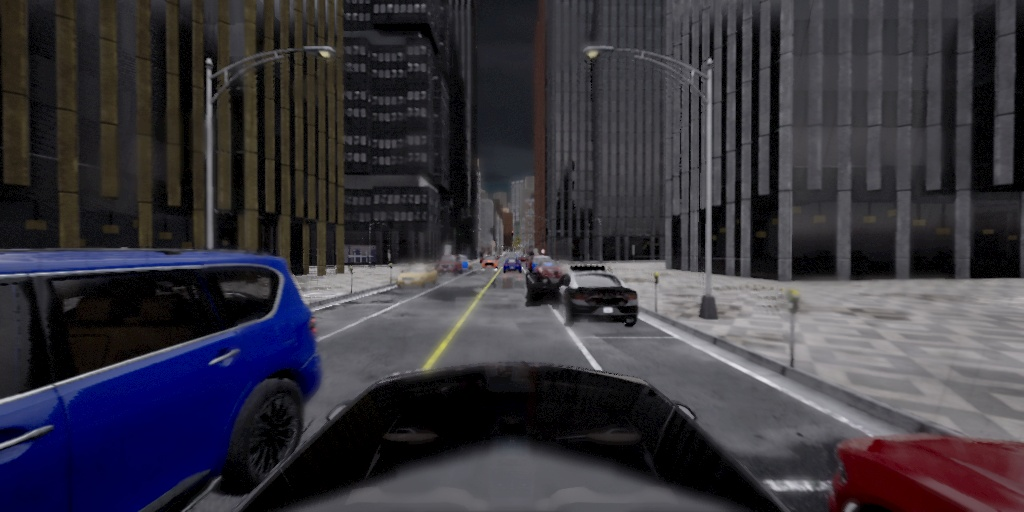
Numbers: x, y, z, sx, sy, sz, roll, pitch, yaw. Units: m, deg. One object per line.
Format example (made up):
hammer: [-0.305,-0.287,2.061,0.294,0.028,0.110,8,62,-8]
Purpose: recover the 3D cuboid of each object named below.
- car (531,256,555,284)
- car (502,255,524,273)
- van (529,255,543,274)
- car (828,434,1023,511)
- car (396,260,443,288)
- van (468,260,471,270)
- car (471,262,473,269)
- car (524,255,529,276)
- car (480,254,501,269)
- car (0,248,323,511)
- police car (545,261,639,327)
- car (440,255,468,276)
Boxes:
car: [2.766,1.019,27.944,1.967,1.591,4.097,0,0,0]
car: [0.056,0.990,38.278,1.882,1.535,5.008,0,0,1]
van: [2.764,0.884,33.469,1.690,1.789,3.998,0,0,0]
car: [2.774,1.304,0.318,1.888,1.381,4.507,0,0,0]
car: [-5.769,1.140,22.262,1.751,1.417,4.829,0,0,0]
van: [-5.767,0.848,39.006,1.690,1.789,3.998,0,0,0]
car: [-5.766,0.998,44.360,1.751,1.417,4.829,0,0,0]
car: [2.763,0.823,38.994,2.192,1.841,5.009,0,0,0]
car: [-3.004,0.790,49.743,2.097,1.767,4.553,0,1,0]
car: [-3.100,0.972,1.574,2.150,2.045,5.566,0,0,0]
police car: [2.367,1.112,11.414,1.930,1.638,5.238,0,0,0]
car: [-5.767,0.858,33.481,2.192,1.841,5.009,0,0,0]
